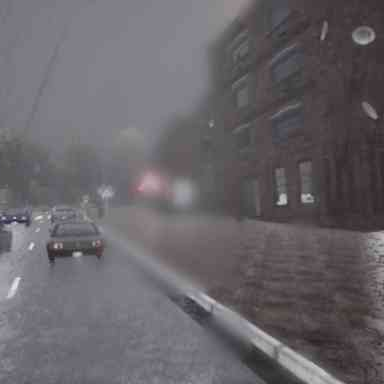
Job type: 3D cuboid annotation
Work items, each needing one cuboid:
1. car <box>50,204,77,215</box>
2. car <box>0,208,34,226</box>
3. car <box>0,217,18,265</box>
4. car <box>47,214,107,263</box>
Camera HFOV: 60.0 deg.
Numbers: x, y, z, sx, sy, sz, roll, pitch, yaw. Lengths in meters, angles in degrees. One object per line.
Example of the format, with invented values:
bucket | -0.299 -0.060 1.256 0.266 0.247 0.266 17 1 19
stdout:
car | -10.594 1.771 27.464 2.128 1.511 4.902 0 0 -21
car | -13.349 1.894 25.581 1.895 1.301 4.718 0 0 -22
car | -7.579 1.799 11.731 1.895 1.301 4.718 0 0 -22
car | -4.582 1.783 12.990 1.895 1.301 4.718 0 0 -22
